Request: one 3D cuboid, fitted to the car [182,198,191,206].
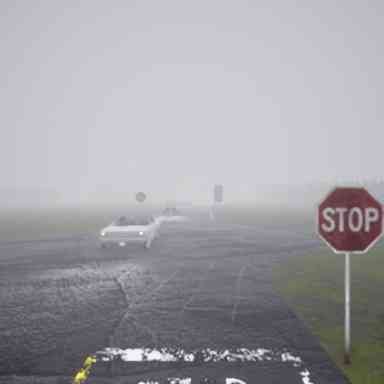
[{"bbox_3d":[-1.099,1.700,57.900,1.812,1.442,4.674,0,0,3],"label":"car"}]

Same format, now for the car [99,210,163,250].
[{"bbox_3d":[-2.609,1.665,14.732,1.895,1.301,4.718,-1,0,1],"label":"car"}]

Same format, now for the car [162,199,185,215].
[{"bbox_3d":[-2.069,1.723,35.727,1.895,1.301,4.718,0,0,2],"label":"car"}]
